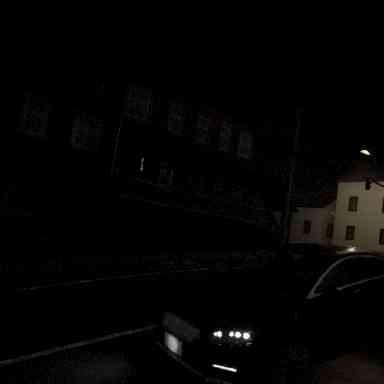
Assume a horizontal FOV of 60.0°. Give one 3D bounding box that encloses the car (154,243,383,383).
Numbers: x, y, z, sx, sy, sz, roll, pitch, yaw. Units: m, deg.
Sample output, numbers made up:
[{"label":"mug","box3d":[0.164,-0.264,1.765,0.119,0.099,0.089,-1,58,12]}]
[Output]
[{"label":"car","box3d":[1.785,1.606,5.268,4.902,1.511,2.128,4,-2,-35]}]
